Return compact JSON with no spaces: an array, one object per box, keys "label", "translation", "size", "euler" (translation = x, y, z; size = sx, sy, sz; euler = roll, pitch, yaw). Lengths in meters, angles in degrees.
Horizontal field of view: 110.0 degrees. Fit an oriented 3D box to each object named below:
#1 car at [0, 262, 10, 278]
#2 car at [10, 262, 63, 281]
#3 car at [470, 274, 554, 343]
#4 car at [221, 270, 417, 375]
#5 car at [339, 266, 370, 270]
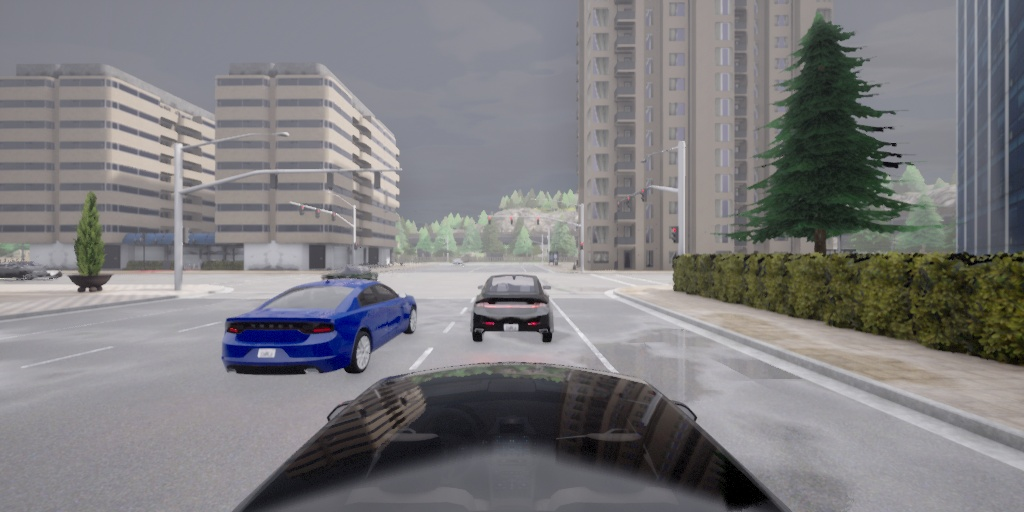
[{"label":"car","translation":[-39.842,1.224,25.520],"size":[4.902,1.511,2.128],"euler":[0,0,1]},{"label":"car","translation":[-39.526,1.222,29.020],"size":[4.902,1.511,2.128],"euler":[0,0,1]},{"label":"car","translation":[0.049,1.236,9.695],"size":[2.128,1.511,4.902],"euler":[0,0,2]},{"label":"car","translation":[-3.449,1.223,7.552],"size":[1.882,1.535,5.008],"euler":[0,0,1]},{"label":"car","translation":[-10.497,1.339,23.516],"size":[1.895,1.301,4.718],"euler":[0,0,0]}]
